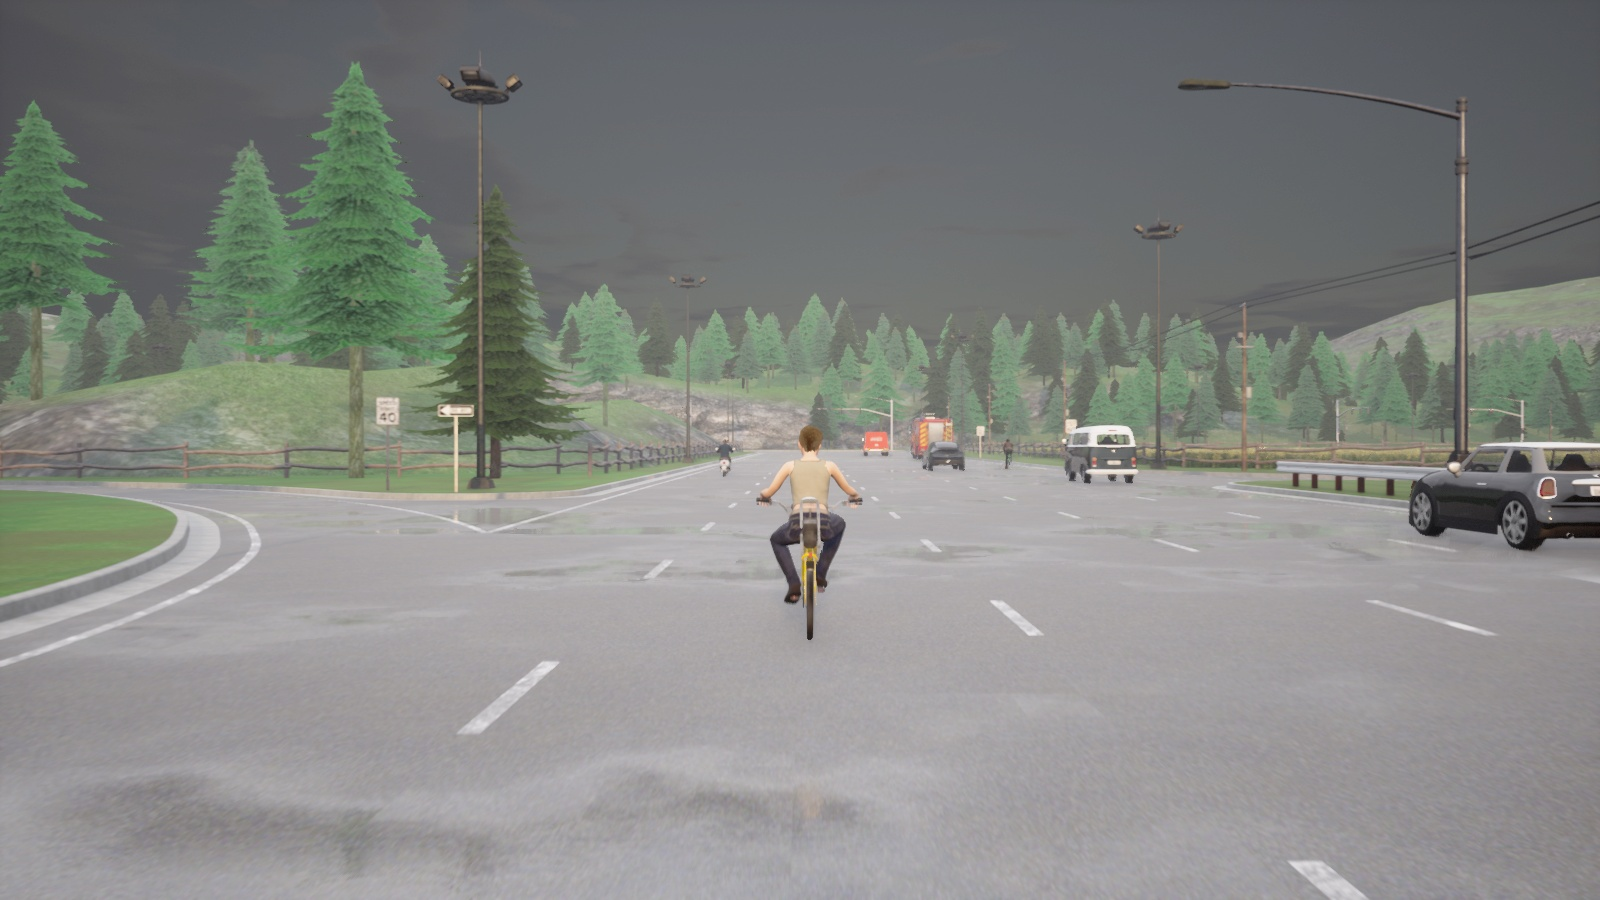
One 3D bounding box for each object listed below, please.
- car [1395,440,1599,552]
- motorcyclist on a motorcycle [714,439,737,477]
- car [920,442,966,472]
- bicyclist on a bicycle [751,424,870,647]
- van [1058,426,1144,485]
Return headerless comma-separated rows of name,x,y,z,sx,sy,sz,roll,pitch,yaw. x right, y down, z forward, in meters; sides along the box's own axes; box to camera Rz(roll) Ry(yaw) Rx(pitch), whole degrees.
car,10.619,0.595,18.427,1.970,1.475,3.806,0,0,0
motorcyclist on a motorcycle,-3.182,0.332,53.735,0.866,1.590,1.817,0,0,0
car,7.382,0.315,65.077,1.837,1.490,4.892,0,0,0
bicyclist on a bicycle,0.076,0.616,9.870,0.866,1.612,1.509,0,0,0
van,10.770,0.171,45.247,2.069,2.038,4.480,0,0,0
